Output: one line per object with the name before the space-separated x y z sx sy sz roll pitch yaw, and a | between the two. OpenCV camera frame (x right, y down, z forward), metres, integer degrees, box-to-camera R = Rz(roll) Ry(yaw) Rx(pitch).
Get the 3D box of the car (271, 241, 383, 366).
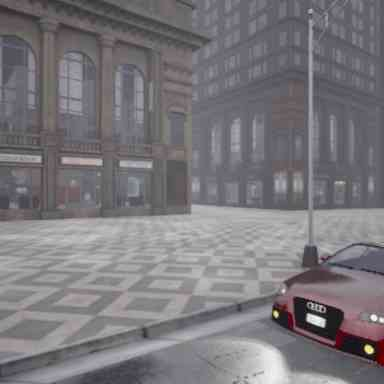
car | 3.334 1.604 5.755 4.181 1.385 1.994 1 0 -36
